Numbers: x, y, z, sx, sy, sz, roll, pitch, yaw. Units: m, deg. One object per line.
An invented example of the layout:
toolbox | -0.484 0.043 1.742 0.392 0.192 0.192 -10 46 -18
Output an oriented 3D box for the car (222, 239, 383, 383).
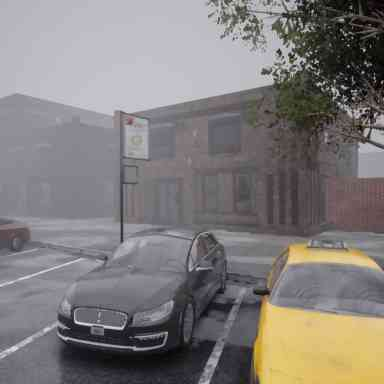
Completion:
car | 1.872 1.480 4.536 1.946 1.575 5.366 1 -1 16

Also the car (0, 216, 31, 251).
car | -7.830 1.528 11.710 2.002 1.452 4.674 1 -1 16

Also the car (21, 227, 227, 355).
car | -0.514 1.487 6.467 2.231 1.521 4.892 1 -1 16
